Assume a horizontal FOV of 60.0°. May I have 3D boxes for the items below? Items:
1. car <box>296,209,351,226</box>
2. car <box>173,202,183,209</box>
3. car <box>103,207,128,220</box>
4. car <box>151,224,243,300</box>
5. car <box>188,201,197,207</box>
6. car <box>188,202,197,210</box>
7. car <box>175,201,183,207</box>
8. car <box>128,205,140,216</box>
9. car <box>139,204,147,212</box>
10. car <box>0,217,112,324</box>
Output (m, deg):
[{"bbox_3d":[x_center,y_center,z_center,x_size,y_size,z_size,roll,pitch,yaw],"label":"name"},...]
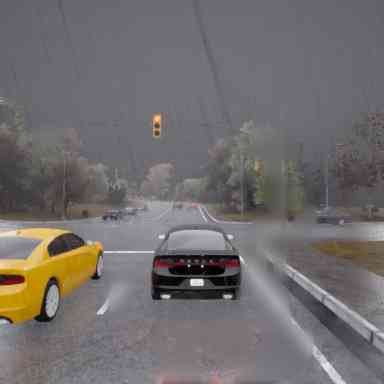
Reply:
[{"bbox_3d":[12.458,2.442,31.644,4.892,1.490,1.837,0,-2,0],"label":"car"},{"bbox_3d":[-3.346,3.192,76.758,1.837,1.490,4.892,0,0,0],"label":"car"},{"bbox_3d":[-10.521,3.007,44.835,2.033,1.411,5.357,0,-2,1],"label":"car"},{"bbox_3d":[0.101,1.567,8.615,1.882,1.535,5.008,0,-1,0],"label":"car"},{"bbox_3d":[0.072,3.172,86.403,2.033,1.411,5.357,0,0,-3],"label":"car"},{"bbox_3d":[0.155,3.051,76.246,2.097,1.767,4.553,0,0,0],"label":"car"},{"bbox_3d":[-3.445,3.177,86.827,1.994,1.385,4.181,0,0,-3],"label":"car"},{"bbox_3d":[-10.471,3.235,55.756,1.812,1.442,4.674,0,-1,0],"label":"car"},{"bbox_3d":[-10.364,3.240,68.639,2.128,1.511,4.902,0,0,0],"label":"car"},{"bbox_3d":[-3.406,1.544,7.373,1.882,1.535,5.008,0,-1,0],"label":"car"}]
